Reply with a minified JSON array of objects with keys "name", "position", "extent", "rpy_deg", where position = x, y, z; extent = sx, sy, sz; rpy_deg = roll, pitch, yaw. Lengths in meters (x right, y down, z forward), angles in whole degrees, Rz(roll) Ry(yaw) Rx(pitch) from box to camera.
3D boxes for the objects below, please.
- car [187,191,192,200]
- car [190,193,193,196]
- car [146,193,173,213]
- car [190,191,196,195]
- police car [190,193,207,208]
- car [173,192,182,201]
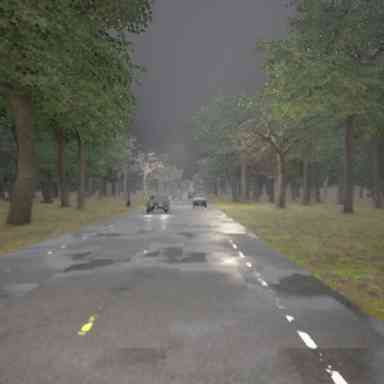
[{"name":"car","position":[0.025,0.893,81.325],"extent":[2.150,2.045,5.566],"rpy_deg":[0,0,0]},{"name":"car","position":[1.067,1.331,55.865],"extent":[1.801,1.575,5.366],"rpy_deg":[0,0,0]},{"name":"car","position":[-3.579,1.160,35.820],"extent":[2.150,2.045,5.566],"rpy_deg":[0,0,0]},{"name":"car","position":[1.068,1.202,61.647],"extent":[2.097,1.767,4.553],"rpy_deg":[0,0,0]},{"name":"police car","position":[1.064,1.337,45.784],"extent":[1.930,1.638,5.238],"rpy_deg":[0,0,0]},{"name":"car","position":[-3.477,0.917,76.293],"extent":[2.150,2.045,5.566],"rpy_deg":[0,0,0]}]
